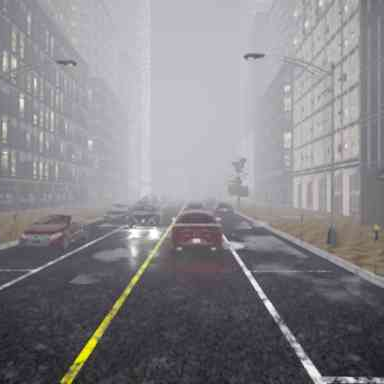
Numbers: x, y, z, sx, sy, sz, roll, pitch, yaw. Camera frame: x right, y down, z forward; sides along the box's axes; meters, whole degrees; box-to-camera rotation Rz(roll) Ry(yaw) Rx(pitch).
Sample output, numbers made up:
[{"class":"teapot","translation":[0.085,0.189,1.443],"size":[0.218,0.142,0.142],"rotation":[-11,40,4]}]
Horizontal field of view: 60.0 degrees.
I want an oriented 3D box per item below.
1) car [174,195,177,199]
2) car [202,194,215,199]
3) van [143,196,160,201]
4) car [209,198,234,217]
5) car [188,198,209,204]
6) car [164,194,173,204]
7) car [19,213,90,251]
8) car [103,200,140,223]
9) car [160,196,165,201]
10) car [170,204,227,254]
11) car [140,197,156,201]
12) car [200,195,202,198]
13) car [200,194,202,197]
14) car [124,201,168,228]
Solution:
[{"class":"car","translation":[-5.229,1.547,76.730],"size":[1.947,1.339,4.313],"rotation":[0,0,0]},{"class":"car","translation":[3.013,1.447,53.895],"size":[1.967,1.590,4.097],"rotation":[0,0,0]},{"class":"van","translation":[-5.437,1.334,42.577],"size":[1.690,1.788,3.998],"rotation":[0,0,0]},{"class":"car","translation":[2.873,1.576,31.129],"size":[1.947,1.339,4.313],"rotation":[0,0,0]},{"class":"car","translation":[0.276,1.569,30.775],"size":[1.994,1.385,4.181],"rotation":[0,0,0]},{"class":"car","translation":[-5.298,1.426,65.344],"size":[1.967,1.590,4.097],"rotation":[0,0,0]},{"class":"car","translation":[-5.612,1.575,14.115],"size":[1.802,1.307,4.206],"rotation":[0,0,0]},{"class":"car","translation":[-5.543,1.545,25.500],"size":[2.008,1.369,4.403],"rotation":[0,0,0]},{"class":"car","translation":[-5.403,1.574,48.269],"size":[1.802,1.307,4.206],"rotation":[0,0,0]},{"class":"car","translation":[0.172,1.482,13.601],"size":[1.882,1.535,5.008],"rotation":[0,0,0]},{"class":"car","translation":[-5.473,1.539,36.884],"size":[1.887,1.381,4.507],"rotation":[0,0,0]},{"class":"car","translation":[3.081,1.585,65.279],"size":[1.802,1.307,4.206],"rotation":[0,0,0]},{"class":"car","translation":[3.117,1.525,71.141],"size":[1.752,1.417,4.829],"rotation":[0,0,0]},{"class":"car","translation":[-2.964,1.563,22.233],"size":[1.994,1.385,4.181],"rotation":[0,0,0]}]
